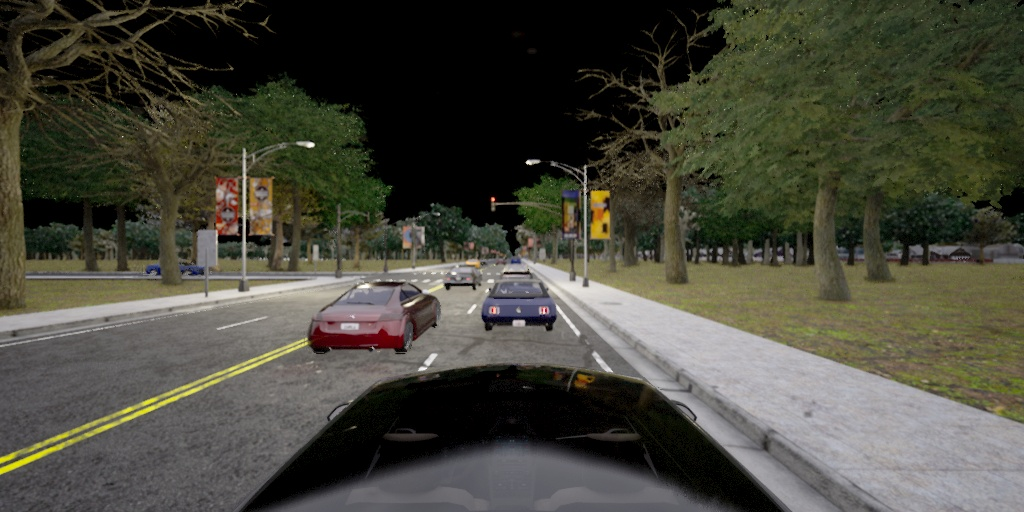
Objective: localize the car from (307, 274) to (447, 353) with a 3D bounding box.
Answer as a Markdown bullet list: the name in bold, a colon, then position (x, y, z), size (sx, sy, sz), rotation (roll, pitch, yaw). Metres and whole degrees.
- **car**: position (-3.073, 1.310, 8.834), size (1.994, 1.385, 4.181), rotation (0, 0, 0)

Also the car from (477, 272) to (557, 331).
- **car**: position (0.198, 1.346, 10.930), size (1.895, 1.301, 4.718), rotation (0, 0, 1)

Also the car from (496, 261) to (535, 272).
- **car**: position (0.285, 1.233, 20.965), size (2.128, 1.511, 4.902), rotation (0, 0, 2)

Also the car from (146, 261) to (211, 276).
- **car**: position (-30.942, 1.184, 33.348), size (5.008, 1.535, 1.882), rotation (0, 0, 1)

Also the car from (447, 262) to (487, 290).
- **car**: position (-2.931, 1.289, 22.214), size (2.033, 1.411, 5.357), rotation (0, 0, 1)

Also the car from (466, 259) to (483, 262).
- **car**: position (-6.007, 1.218, 55.542), size (1.882, 1.535, 5.008), rotation (0, 0, 1)
